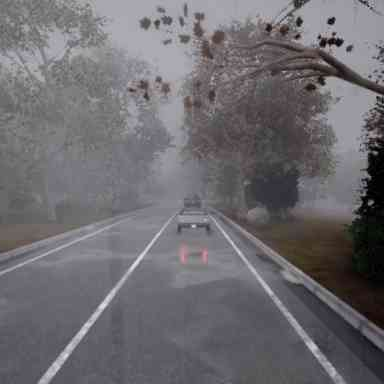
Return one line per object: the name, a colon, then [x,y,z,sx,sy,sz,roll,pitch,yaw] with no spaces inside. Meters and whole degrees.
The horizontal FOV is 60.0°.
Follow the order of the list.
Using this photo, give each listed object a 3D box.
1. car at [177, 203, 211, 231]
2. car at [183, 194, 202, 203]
car: [0.096,1.578,20.433,1.895,1.301,4.718,0,0,0]
car: [0.091,1.351,42.800,2.150,2.045,5.566,0,-1,0]
